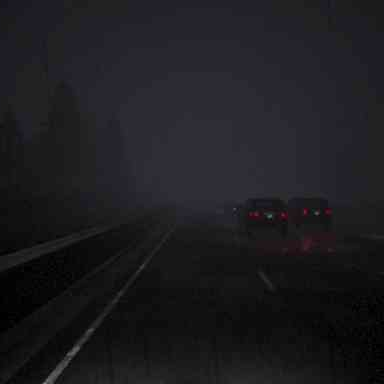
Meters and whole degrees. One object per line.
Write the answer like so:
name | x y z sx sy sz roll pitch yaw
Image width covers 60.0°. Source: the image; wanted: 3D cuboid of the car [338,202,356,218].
car | 15.034 1.789 34.235 1.882 1.535 5.008 0 0 2

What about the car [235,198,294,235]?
car | 4.110 1.363 19.921 2.150 2.045 5.566 0 0 1

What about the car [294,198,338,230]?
car | 7.711 1.410 22.984 2.150 2.045 5.566 0 0 2

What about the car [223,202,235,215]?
car | 4.636 1.805 37.894 1.994 1.385 4.181 0 0 2

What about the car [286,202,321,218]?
car | 11.553 1.833 34.954 2.033 1.411 5.357 0 0 2
